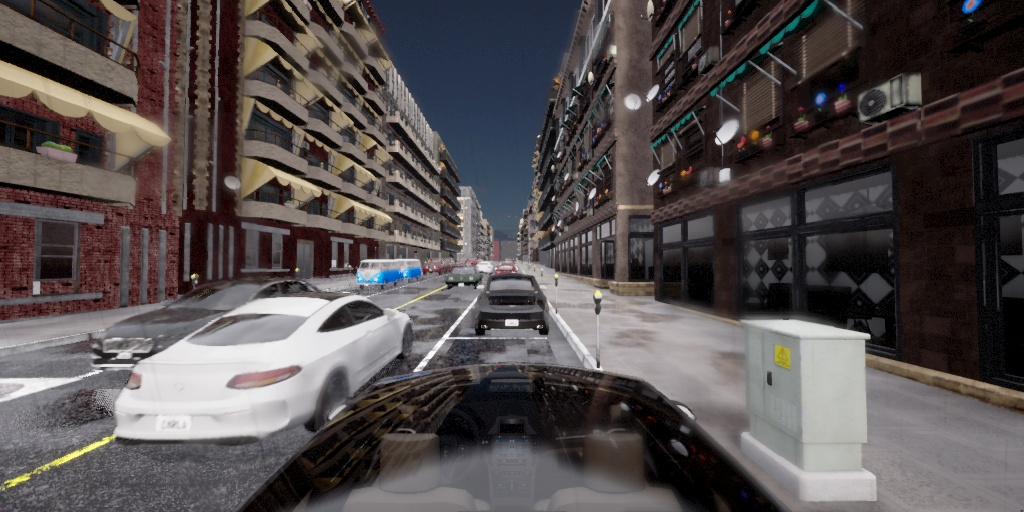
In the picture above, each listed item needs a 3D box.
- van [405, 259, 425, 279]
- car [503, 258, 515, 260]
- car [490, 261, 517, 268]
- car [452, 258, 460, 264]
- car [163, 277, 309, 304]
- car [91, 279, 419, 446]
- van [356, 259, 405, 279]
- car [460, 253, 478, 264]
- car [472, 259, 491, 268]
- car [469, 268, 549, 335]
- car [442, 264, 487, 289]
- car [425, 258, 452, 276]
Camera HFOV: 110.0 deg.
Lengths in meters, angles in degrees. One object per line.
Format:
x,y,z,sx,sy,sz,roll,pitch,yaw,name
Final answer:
-8.337,1.118,28.134,1.690,1.789,3.998,0,0,0,van
-0.447,1.240,39.134,1.967,1.591,4.097,0,0,0,car
-0.454,1.322,28.072,1.888,1.381,4.507,0,0,0,car
-8.338,1.128,44.724,2.192,1.841,5.009,0,0,0,car
-5.872,1.258,7.862,1.837,1.490,4.892,0,0,0,car
-2.920,1.278,5.403,1.812,1.442,4.674,0,0,0,car
-8.336,1.108,22.602,1.690,1.789,3.998,0,0,0,van
-5.774,0.663,48.625,2.150,2.045,5.566,0,0,0,car
-3.023,1.327,39.916,1.812,1.442,4.674,0,0,0,car
-0.001,1.259,10.503,1.837,1.490,4.892,0,0,0,car
-2.922,1.368,22.966,1.895,1.301,4.718,0,0,0,car
-8.337,1.115,39.194,2.192,1.841,5.009,0,0,0,car
